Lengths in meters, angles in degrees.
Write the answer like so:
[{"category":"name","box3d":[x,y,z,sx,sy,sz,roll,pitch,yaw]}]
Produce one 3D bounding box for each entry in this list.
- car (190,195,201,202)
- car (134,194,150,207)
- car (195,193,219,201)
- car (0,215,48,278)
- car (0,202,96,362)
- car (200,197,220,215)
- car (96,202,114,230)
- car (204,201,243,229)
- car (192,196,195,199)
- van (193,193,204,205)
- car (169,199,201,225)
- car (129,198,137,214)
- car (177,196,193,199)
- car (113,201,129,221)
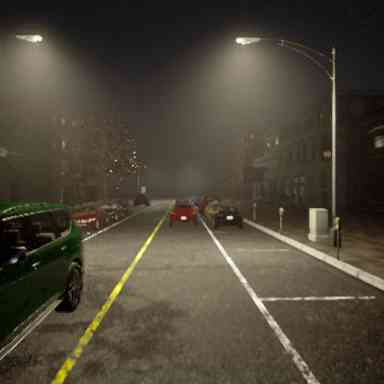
[{"category":"car","box3d":[0.656,1.252,65.333,1.752,1.417,4.829,-1,0,-2]},{"category":"car","box3d":[-7.191,1.155,48.258,2.192,1.841,5.009,-1,0,-2]},{"category":"car","box3d":[1.711,1.175,31.889,2.192,1.841,5.009,-1,0,-2]},{"category":"car","box3d":[-5.959,1.537,9.441,1.887,1.381,4.507,-1,0,-2]},{"category":"car","box3d":[-3.217,1.219,4.720,2.150,2.045,5.566,0,0,-2]},{"category":"car","box3d":[1.886,1.406,26.513,1.752,1.417,4.829,-1,0,-2]},{"category":"car","box3d":[-6.310,1.531,20.532,1.802,1.307,4.206,-1,0,-2]},{"category":"car","box3d":[2.066,1.469,20.799,1.947,1.339,4.313,-1,0,-2]},{"category":"car","box3d":[1.364,1.398,42.981,1.802,1.307,4.206,-1,0,-2]},{"category":"van","box3d":[1.010,1.113,54.071,1.690,1.788,3.998,-1,0,-2]},{"category":"car","box3d":[-0.595,1.435,22.871,1.812,1.442,4.674,0,0,-2]},{"category":"car","box3d":[-6.661,1.488,31.623,1.802,1.307,4.206,-1,0,-2]},{"category":"car","box3d":[-1.268,1.425,44.283,1.895,1.301,4.718,0,0,-2]},{"category":"car","box3d":[-6.486,1.478,26.077,2.008,1.369,4.403,-1,0,-2]}]
